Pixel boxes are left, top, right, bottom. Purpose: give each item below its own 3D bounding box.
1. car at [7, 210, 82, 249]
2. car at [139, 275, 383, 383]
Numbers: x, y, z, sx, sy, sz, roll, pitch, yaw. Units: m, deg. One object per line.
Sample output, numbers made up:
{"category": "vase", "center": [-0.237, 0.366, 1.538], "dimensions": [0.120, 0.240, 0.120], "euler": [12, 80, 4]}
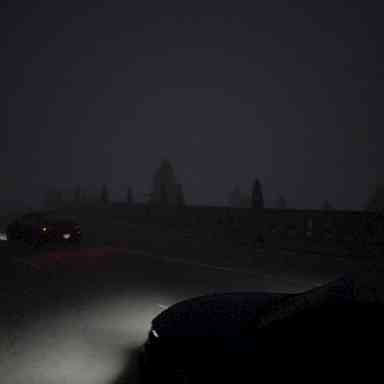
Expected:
{"category": "car", "center": [-6.548, 1.539, 14.639], "dimensions": [4.674, 1.442, 1.812], "euler": [0, 0, 45]}
{"category": "car", "center": [1.614, 1.536, 2.990], "dimensions": [4.674, 1.442, 1.812], "euler": [0, 0, 36]}
